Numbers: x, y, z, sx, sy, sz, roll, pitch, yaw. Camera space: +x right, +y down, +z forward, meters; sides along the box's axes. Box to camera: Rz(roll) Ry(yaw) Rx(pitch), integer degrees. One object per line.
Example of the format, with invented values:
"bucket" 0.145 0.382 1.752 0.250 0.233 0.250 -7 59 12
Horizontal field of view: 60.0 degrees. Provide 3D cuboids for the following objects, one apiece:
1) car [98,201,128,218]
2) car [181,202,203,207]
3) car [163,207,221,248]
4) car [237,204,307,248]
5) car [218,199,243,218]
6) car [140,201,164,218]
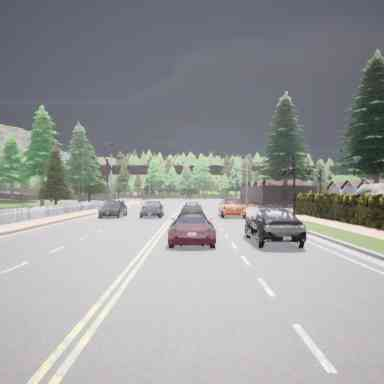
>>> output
"car" -7.000 1.558 29.780 1.837 1.490 4.892 0 0 0
"car" 0.000 1.571 29.650 1.994 1.385 4.181 0 0 0
"car" 0.000 1.570 14.650 1.994 1.385 4.181 0 0 0
"car" 3.500 1.493 14.650 2.128 1.511 4.902 0 0 0
"car" 3.500 1.364 29.620 2.097 1.767 4.553 0 0 0
"car" -3.500 1.558 29.780 1.812 1.442 4.674 0 0 0
